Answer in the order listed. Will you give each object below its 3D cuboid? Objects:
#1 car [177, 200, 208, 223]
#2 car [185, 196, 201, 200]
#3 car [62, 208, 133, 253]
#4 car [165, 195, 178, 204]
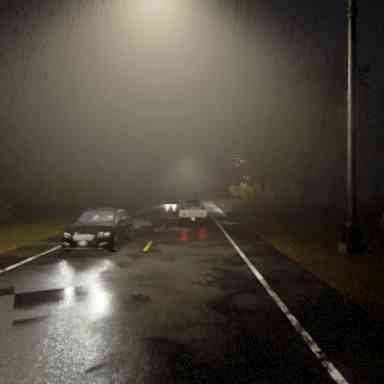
[{"bbox_3d":[0.083,1.464,23.799,1.895,1.301,4.718,0,0,0],"label":"car"},{"bbox_3d":[0.127,1.248,42.380,2.128,1.511,4.902,0,0,1],"label":"car"},{"bbox_3d":[-3.609,1.413,13.418,2.128,1.511,4.902,0,0,0],"label":"car"},{"bbox_3d":[-3.282,1.181,53.948,2.128,1.511,4.902,0,0,2],"label":"car"}]
